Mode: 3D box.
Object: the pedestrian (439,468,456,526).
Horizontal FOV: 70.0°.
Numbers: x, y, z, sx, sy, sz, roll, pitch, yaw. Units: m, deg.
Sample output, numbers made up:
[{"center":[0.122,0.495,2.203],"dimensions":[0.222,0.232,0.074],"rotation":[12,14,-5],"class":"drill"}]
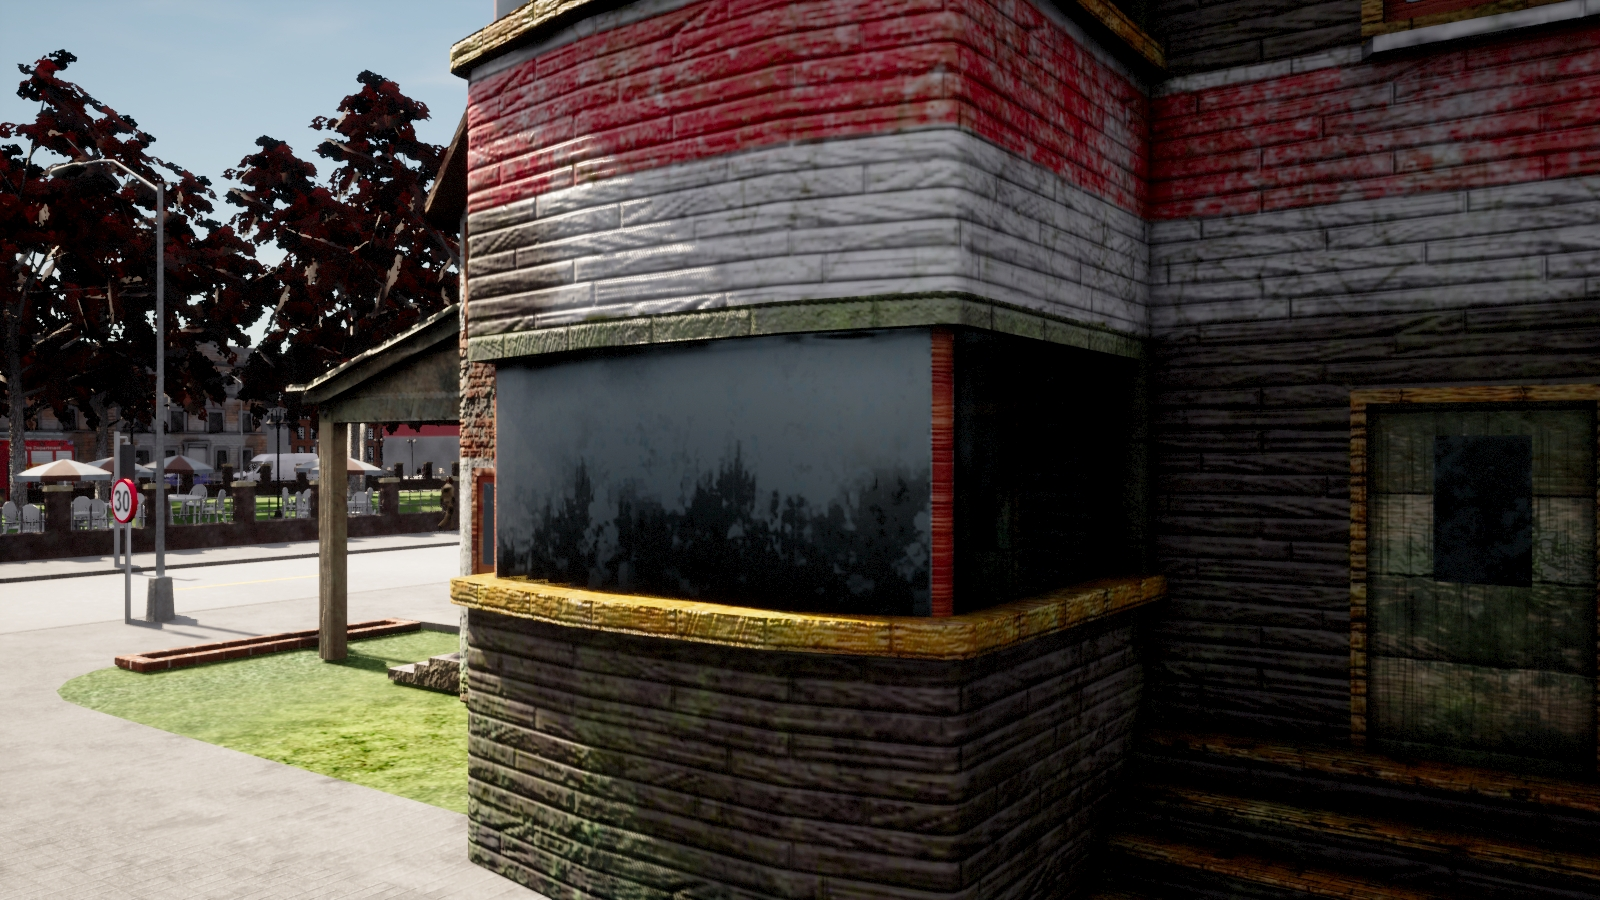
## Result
[{"center":[-11.495,1.525,37.286],"dimensions":[0.375,1.860,0.375],"rotation":[0,0,34],"class":"pedestrian"}]
